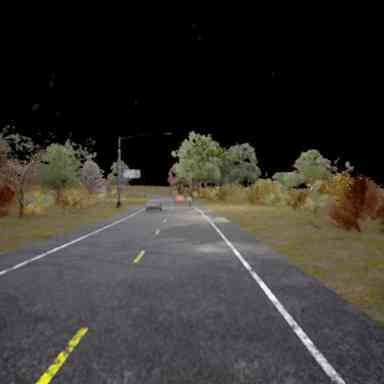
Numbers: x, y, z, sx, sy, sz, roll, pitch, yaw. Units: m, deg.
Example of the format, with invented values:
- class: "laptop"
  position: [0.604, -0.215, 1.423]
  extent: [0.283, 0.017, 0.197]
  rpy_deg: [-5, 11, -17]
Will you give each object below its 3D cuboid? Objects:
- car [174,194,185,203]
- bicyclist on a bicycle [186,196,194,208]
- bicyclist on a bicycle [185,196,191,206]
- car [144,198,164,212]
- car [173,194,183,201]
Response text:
- class: "car"
  position: [-2.633, 1.371, 70.965]
  extent: [2.097, 1.767, 4.553]
  rpy_deg: [0, 0, -4]
- class: "bicyclist on a bicycle"
  position: [-0.155, 1.456, 45.266]
  extent: [0.866, 1.612, 1.509]
  rpy_deg: [0, 0, -2]
- class: "bicyclist on a bicycle"
  position: [-0.606, 1.457, 54.698]
  extent: [0.866, 1.612, 1.509]
  rpy_deg: [0, 0, -3]
- class: "car"
  position: [-4.432, 1.530, 39.188]
  extent: [1.837, 1.490, 4.892]
  rpy_deg: [0, 0, -2]
- class: "car"
  position: [-3.423, 1.298, 81.252]
  extent: [2.097, 1.767, 4.553]
  rpy_deg: [0, 0, -5]
